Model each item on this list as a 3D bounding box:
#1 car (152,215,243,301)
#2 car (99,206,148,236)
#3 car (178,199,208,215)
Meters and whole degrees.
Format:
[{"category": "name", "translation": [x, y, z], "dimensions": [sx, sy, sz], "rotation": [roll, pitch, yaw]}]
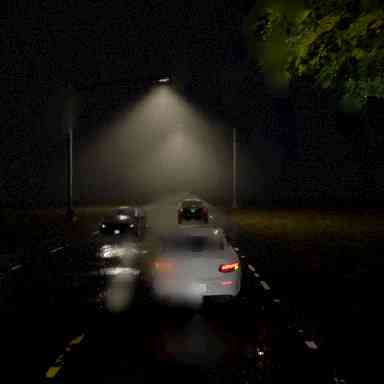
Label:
[{"category": "car", "translation": [0.103, 1.524, 8.181], "dimensions": [1.812, 1.442, 4.674], "rotation": [0, 0, 0]}, {"category": "car", "translation": [-3.614, 1.527, 18.690], "dimensions": [2.033, 1.411, 5.357], "rotation": [0, 0, 0]}, {"category": "car", "translation": [0.059, 1.300, 24.793], "dimensions": [2.097, 1.767, 4.553], "rotation": [0, 0, 0]}]
